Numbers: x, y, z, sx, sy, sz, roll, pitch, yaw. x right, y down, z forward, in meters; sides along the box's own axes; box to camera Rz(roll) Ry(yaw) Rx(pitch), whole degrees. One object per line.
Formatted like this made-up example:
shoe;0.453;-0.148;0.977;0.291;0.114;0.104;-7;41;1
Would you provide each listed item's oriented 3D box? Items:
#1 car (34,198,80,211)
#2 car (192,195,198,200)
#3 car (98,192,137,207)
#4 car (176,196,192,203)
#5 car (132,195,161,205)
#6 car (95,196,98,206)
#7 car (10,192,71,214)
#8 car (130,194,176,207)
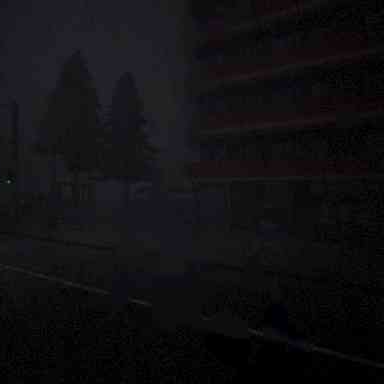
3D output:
car;-15.588;1.386;38.672;1.895;1.301;4.718;0;0;35
car;0.746;1.323;61.800;5.357;1.411;2.033;0;0;-33
car;-9.902;1.004;46.597;2.150;2.045;5.566;0;0;37
car;-3.058;1.331;54.456;5.357;1.411;2.033;0;0;-42
car;-7.426;1.293;54.914;1.812;1.442;4.674;0;0;45
car;-13.219;1.293;47.879;1.812;1.442;4.674;0;0;37
car;-14.736;1.024;33.459;2.150;2.045;5.566;0;0;35
car;-4.776;1.361;41.569;2.033;1.411;5.357;0;0;36
